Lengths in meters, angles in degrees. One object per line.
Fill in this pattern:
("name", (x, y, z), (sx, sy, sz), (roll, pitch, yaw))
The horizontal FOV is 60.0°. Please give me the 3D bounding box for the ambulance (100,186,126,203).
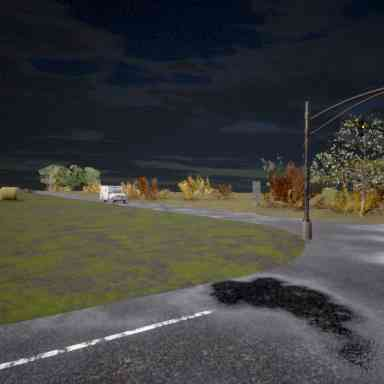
("ambulance", (-11.873, 0.341, 50.071), (2.351, 2.431, 6.366), (2, 0, -32))
